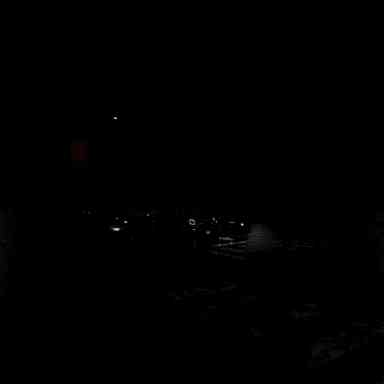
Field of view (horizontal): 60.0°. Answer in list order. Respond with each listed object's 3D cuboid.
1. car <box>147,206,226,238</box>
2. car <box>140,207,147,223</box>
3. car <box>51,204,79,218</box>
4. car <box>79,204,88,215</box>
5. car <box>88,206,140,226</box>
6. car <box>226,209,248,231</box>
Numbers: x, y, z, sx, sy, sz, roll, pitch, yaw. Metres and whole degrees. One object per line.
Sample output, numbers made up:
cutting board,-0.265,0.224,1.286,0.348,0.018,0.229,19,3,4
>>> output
car,-0.457,1.636,19.666,2.097,1.767,4.553,0,-1,-36
car,-4.449,2.090,30.642,1.895,1.301,4.718,0,-1,-36
car,-15.759,2.339,40.652,1.994,1.385,4.181,0,-1,-36
car,-14.864,2.375,44.960,2.033,1.411,5.357,0,-1,-36
car,-6.775,2.032,28.320,2.033,1.411,5.357,0,-1,-36
car,1.643,1.800,22.302,1.837,1.490,4.892,0,-1,-36
